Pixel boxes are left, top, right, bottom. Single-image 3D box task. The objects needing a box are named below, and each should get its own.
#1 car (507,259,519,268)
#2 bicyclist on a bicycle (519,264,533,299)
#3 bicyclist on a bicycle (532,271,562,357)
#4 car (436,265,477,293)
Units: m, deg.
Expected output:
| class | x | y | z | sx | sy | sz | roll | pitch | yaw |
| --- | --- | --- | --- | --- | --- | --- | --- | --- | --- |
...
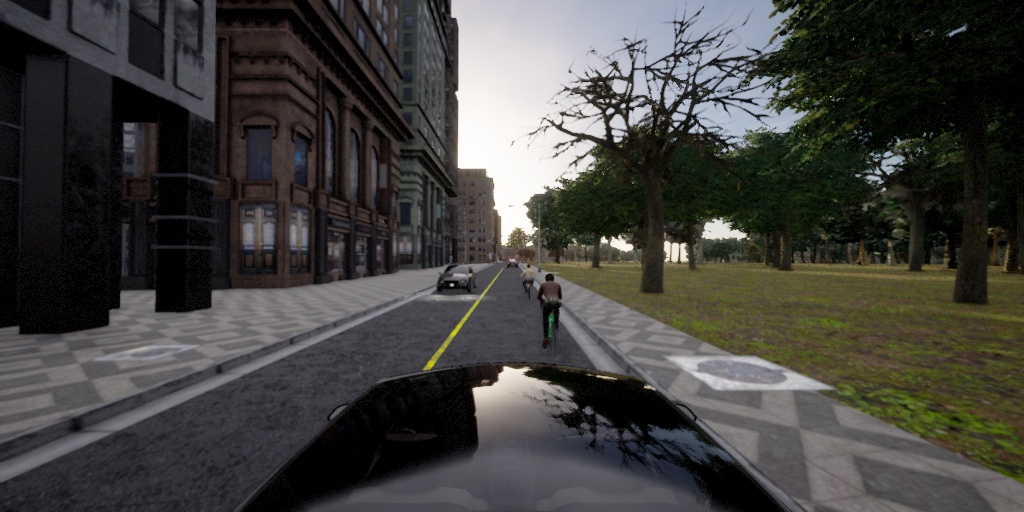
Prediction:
| class | x | y | z | sx | sy | sz | roll | pitch | yaw |
| --- | --- | --- | --- | --- | --- | --- | --- | --- | --- |
| car | 0.098 | 1.388 | 65.002 | 1.812 | 1.442 | 4.674 | 0 | 0 | -1 |
| bicyclist on a bicycle | 0.787 | 1.196 | 17.167 | 0.866 | 1.612 | 1.509 | 0 | 0 | 1 |
| bicyclist on a bicycle | 0.823 | 1.205 | 7.660 | 0.582 | 1.620 | 1.656 | 0 | 0 | 0 |
| car | -3.102 | 1.270 | 20.894 | 1.837 | 1.490 | 4.892 | 0 | 0 | 0 |
